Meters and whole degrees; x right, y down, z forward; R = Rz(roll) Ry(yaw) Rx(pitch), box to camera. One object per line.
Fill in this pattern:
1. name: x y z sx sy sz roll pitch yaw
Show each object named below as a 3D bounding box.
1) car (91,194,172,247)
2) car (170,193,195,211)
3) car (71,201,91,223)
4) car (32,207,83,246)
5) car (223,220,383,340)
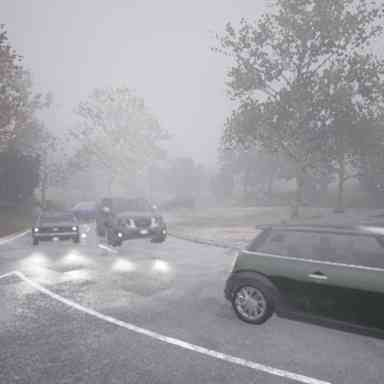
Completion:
1. car: -3.080 1.221 15.628 2.150 2.045 5.566 -1 0 -25
2. car: -2.066 1.206 39.233 5.566 2.045 2.150 -2 1 -43
3. car: -8.023 1.477 25.624 1.882 1.535 5.008 0 0 8
4. car: -6.317 1.601 15.572 1.895 1.301 4.718 0 0 -21
5. car: 2.898 1.351 5.594 4.553 1.767 2.097 0 0 33
